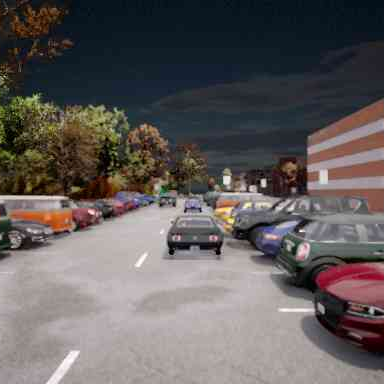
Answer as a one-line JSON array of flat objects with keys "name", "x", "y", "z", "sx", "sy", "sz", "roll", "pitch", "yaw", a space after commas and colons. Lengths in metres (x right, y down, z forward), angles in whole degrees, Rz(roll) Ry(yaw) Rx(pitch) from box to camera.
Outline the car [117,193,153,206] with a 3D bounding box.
[{"name": "car", "x": -8.160, "y": 1.263, "z": 44.427, "sx": 4.892, "sy": 1.521, "sz": 2.231, "roll": 0, "pitch": 0, "yaw": 0}]

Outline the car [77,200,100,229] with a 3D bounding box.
[{"name": "car", "x": -8.157, "y": 1.389, "z": 18.890, "sx": 5.008, "sy": 1.535, "sz": 2.097, "roll": 0, "pitch": 0, "yaw": 0}]

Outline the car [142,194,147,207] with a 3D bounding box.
[{"name": "car", "x": -8.146, "y": 1.293, "z": 38.780, "sx": 4.892, "sy": 1.521, "sz": 2.231, "roll": 0, "pitch": 0, "yaw": 0}]

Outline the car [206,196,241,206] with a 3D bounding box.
[{"name": "car", "x": 4.422, "y": 1.285, "z": 47.338, "sx": 4.674, "sy": 1.452, "sz": 2.002, "roll": 0, "pitch": 0, "yaw": 0}]

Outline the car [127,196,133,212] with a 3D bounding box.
[{"name": "car", "x": -8.180, "y": 1.363, "z": 30.308, "sx": 4.792, "sy": 1.488, "sz": 2.163, "roll": 0, "pitch": 0, "yaw": 0}]

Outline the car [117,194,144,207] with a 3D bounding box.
[{"name": "car", "x": -8.145, "y": 1.306, "z": 35.956, "sx": 5.008, "sy": 1.535, "sz": 2.097, "roll": 0, "pitch": 0, "yaw": 0}]

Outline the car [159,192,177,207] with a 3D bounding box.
[{"name": "car", "x": -3.246, "y": 1.018, "z": 45.522, "sx": 2.150, "sy": 2.045, "sz": 5.566, "roll": 0, "pitch": 0, "yaw": 0}]

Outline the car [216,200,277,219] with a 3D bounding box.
[{"name": "car", "x": 4.420, "y": 1.387, "z": 27.557, "sx": 4.674, "sy": 1.452, "sz": 2.002, "roll": 0, "pitch": 0, "yaw": 0}]

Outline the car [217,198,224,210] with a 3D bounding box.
[{"name": "car", "x": 4.602, "y": 1.372, "z": 21.905, "sx": 5.366, "sy": 1.575, "sz": 1.946, "roll": 0, "pitch": 0, "yaw": 0}]

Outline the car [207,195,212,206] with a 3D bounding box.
[{"name": "car", "x": 4.421, "y": 1.332, "z": 38.860, "sx": 4.674, "sy": 1.452, "sz": 2.002, "roll": 0, "pitch": 0, "yaw": 0}]

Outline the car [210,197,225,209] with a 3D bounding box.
[{"name": "car", "x": 4.231, "y": 1.358, "z": 24.731, "sx": 5.366, "sy": 1.575, "sz": 1.946, "roll": 0, "pitch": 0, "yaw": 0}]

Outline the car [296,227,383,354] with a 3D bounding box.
[{"name": "car", "x": 4.421, "y": 1.457, "z": 4.951, "sx": 5.008, "sy": 1.535, "sz": 2.097, "roll": 0, "pitch": 0, "yaw": 0}]

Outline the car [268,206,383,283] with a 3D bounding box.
[{"name": "car", "x": 4.384, "y": 1.318, "z": 7.776, "sx": 4.553, "sy": 1.767, "sz": 2.185, "roll": 0, "pitch": 0, "yaw": 0}]

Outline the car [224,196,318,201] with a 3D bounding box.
[{"name": "car", "x": 4.385, "y": 1.263, "z": 19.079, "sx": 4.553, "sy": 1.767, "sz": 2.185, "roll": 0, "pitch": 0, "yaw": 0}]

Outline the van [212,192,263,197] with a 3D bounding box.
[{"name": "van", "x": 4.301, "y": 1.108, "z": 30.381, "sx": 4.442, "sy": 1.987, "sz": 1.878, "roll": 0, "pitch": 0, "yaw": 0}]

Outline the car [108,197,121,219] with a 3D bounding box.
[{"name": "car", "x": -8.146, "y": 1.361, "z": 24.537, "sx": 5.008, "sy": 1.535, "sz": 2.097, "roll": 0, "pitch": 0, "yaw": 0}]

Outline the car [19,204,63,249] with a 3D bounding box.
[{"name": "car", "x": -8.159, "y": 1.417, "z": 13.367, "sx": 4.892, "sy": 1.521, "sz": 2.231, "roll": 0, "pitch": 0, "yaw": 0}]

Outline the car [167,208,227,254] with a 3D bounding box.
[{"name": "car", "x": 0.100, "y": 1.538, "z": 13.106, "sx": 1.895, "sy": 1.301, "sz": 4.718, "roll": 0, "pitch": 0, "yaw": 0}]

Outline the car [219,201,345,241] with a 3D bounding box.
[{"name": "car", "x": 4.231, "y": 1.399, "z": 16.254, "sx": 5.366, "sy": 1.575, "sz": 1.946, "roll": 0, "pitch": 0, "yaw": 0}]

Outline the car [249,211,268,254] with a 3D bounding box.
[{"name": "car", "x": 4.413, "y": 1.470, "z": 10.603, "sx": 4.674, "sy": 1.452, "sz": 2.002, "roll": 0, "pitch": 0, "yaw": 0}]

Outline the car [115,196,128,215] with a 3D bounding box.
[{"name": "car", "x": -8.155, "y": 1.348, "z": 27.360, "sx": 5.008, "sy": 1.535, "sz": 2.097, "roll": 0, "pitch": 0, "yaw": 0}]

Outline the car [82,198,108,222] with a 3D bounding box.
[{"name": "car", "x": -8.182, "y": 1.250, "z": 21.713, "sx": 4.553, "sy": 1.767, "sz": 2.185, "roll": 0, "pitch": 0, "yaw": 0}]

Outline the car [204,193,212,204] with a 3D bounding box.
[{"name": "car", "x": 4.424, "y": 1.262, "z": 44.510, "sx": 5.008, "sy": 1.535, "sz": 2.097, "roll": 0, "pitch": 0, "yaw": 0}]

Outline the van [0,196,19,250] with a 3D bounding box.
[{"name": "van", "x": -8.272, "y": 1.204, "z": 10.542, "sx": 4.442, "sy": 1.987, "sz": 1.878, "roll": 0, "pitch": 0, "yaw": 0}]

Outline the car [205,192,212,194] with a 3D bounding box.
[{"name": "car", "x": 4.448, "y": 0.976, "z": 50.161, "sx": 5.566, "sy": 2.045, "sz": 2.435, "roll": 0, "pitch": 0, "yaw": 0}]

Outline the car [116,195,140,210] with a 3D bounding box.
[{"name": "car", "x": -8.146, "y": 1.320, "z": 33.132, "sx": 5.008, "sy": 1.535, "sz": 2.097, "roll": 0, "pitch": 0, "yaw": 0}]

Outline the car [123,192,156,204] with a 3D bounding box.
[{"name": "car", "x": -8.091, "y": 1.076, "z": 52.906, "sx": 4.553, "sy": 1.767, "sz": 2.185, "roll": 0, "pitch": 0, "yaw": 0}]

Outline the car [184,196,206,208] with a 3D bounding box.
[{"name": "car", "x": 0.104, "y": 1.374, "z": 35.854, "sx": 2.033, "sy": 1.411, "sz": 5.357, "roll": 0, "pitch": 0, "yaw": 0}]

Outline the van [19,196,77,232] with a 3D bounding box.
[{"name": "van", "x": -8.268, "y": 1.176, "z": 16.192, "sx": 4.442, "sy": 1.987, "sz": 1.878, "roll": 0, "pitch": 0, "yaw": 0}]
